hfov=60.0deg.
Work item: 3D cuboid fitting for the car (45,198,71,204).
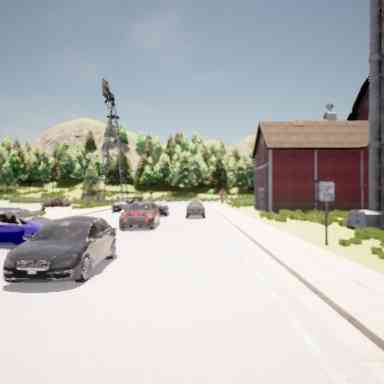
[{"bbox_3d":[-20.507,1.642,50.973,3.905,1.438,1.784,0,0,1],"label":"car"}]

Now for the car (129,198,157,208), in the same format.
[{"bbox_3d":[-7.626,1.676,51.978,4.193,1.474,1.816,0,0,1],"label":"car"}]

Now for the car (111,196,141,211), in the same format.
[{"bbox_3d":[-7.253,1.434,38.490,3.866,1.878,1.905,0,0,1],"label":"car"}]

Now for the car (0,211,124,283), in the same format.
[{"bbox_3d":[-3.529,1.530,9.810,1.837,1.490,4.892,0,0,1],"label":"car"}]

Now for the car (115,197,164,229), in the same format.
[{"bbox_3d":[-3.323,1.427,21.894,2.097,1.767,4.553,0,0,1],"label":"car"}]

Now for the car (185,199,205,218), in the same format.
[{"bbox_3d":[0.328,1.667,31.365,2.033,1.411,5.357,0,0,0],"label":"car"}]

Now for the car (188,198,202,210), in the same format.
[{"bbox_3d":[0.461,1.656,46.659,1.882,1.535,5.008,0,0,1],"label":"car"}]

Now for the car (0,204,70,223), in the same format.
[{"bbox_3d":[-7.607,1.508,14.286,4.611,1.667,2.242,0,0,1],"label":"car"}]

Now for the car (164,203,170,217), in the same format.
[{"bbox_3d":[-3.236,1.714,32.740,1.895,1.301,4.718,0,0,1],"label":"car"}]
